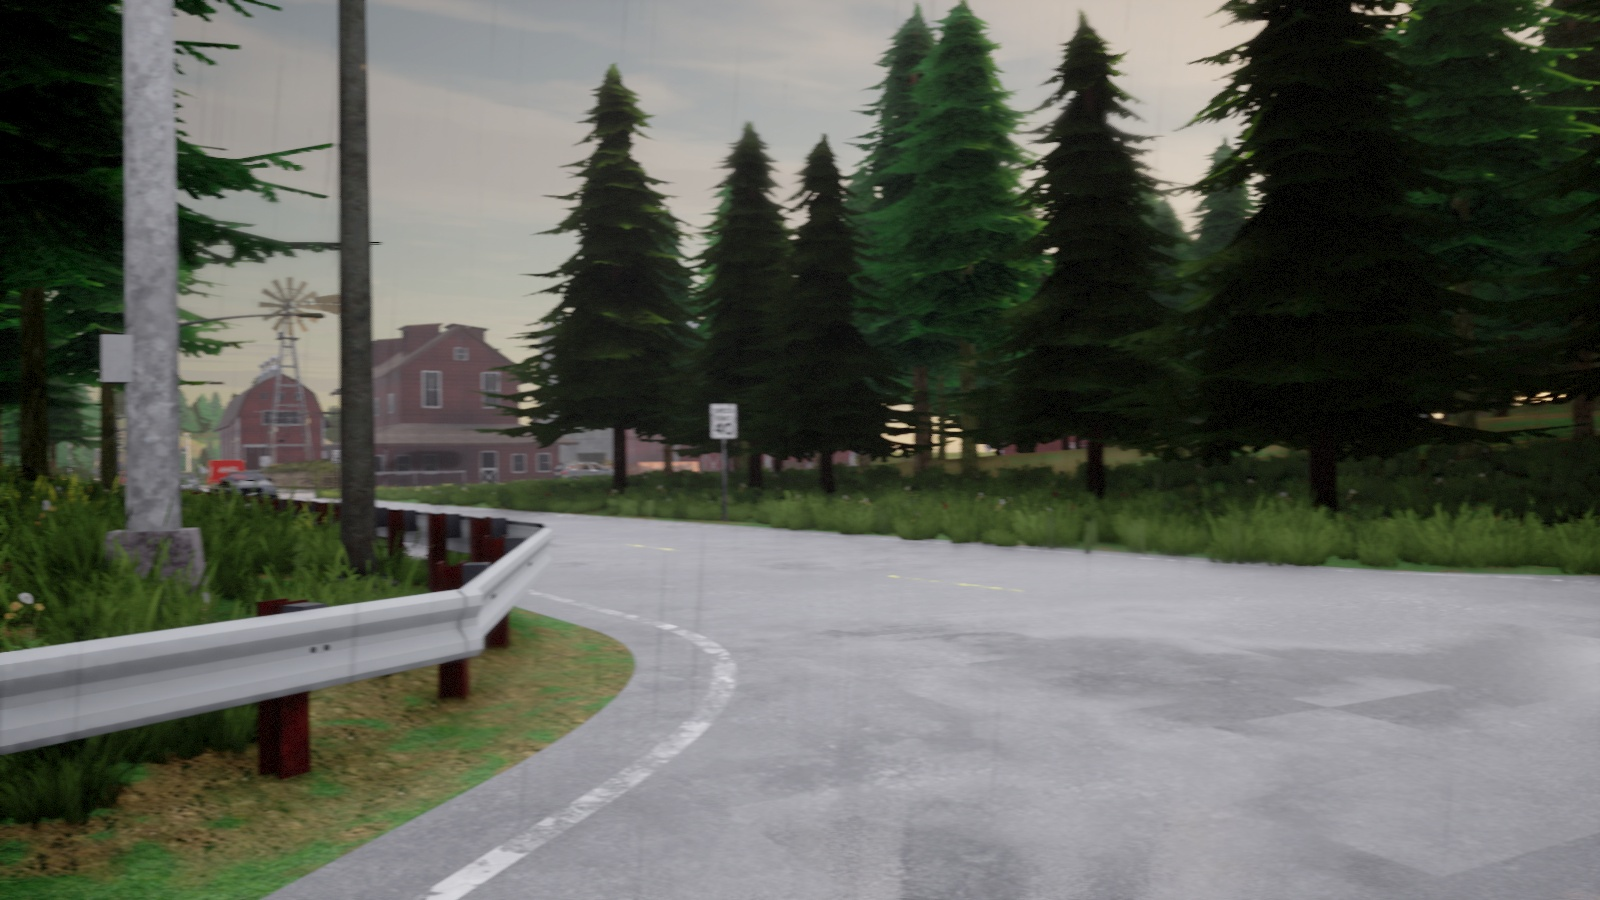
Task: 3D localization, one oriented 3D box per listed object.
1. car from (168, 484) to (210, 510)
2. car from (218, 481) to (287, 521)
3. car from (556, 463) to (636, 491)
[{"bbox_3d":[-39.547,3.036,81.210,2.128,1.511,4.902,-2,-1,-29],"label":"car"},{"bbox_3d":[-21.366,1.966,48.913,1.994,1.385,4.181,-2,-1,-29],"label":"car"},{"bbox_3d":[-13.326,1.756,81.948,4.611,1.667,2.242,-2,-1,-29],"label":"car"}]
